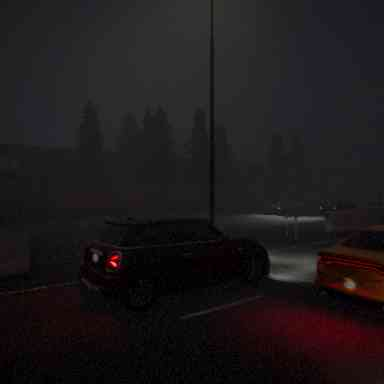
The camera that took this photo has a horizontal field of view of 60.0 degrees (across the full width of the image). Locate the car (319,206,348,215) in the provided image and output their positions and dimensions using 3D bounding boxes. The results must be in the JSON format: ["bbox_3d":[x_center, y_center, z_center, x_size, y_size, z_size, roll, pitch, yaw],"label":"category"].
[{"bbox_3d":[14.195,1.551,31.793,4.718,1.301,1.895,0,0,-36],"label":"car"}]

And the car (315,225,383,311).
[{"bbox_3d":[4.758,1.463,7.301,5.008,1.535,1.882,0,0,-37],"label":"car"}]

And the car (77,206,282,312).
[{"bbox_3d":[-0.239,1.347,7.965,4.553,1.767,2.097,0,0,-36],"label":"car"}]

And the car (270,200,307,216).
[{"bbox_3d":[9.346,1.483,32.615,4.674,1.442,1.812,0,0,-36],"label":"car"}]

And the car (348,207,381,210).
[{"bbox_3d":[15.790,1.474,28.628,4.674,1.442,1.812,0,0,-36],"label":"car"}]
